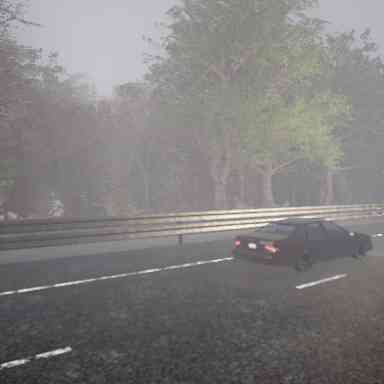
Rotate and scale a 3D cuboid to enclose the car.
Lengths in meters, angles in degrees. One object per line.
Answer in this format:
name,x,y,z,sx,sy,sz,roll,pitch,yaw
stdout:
car,3.717,1.550,10.751,5.357,1.411,2.033,0,0,-36
